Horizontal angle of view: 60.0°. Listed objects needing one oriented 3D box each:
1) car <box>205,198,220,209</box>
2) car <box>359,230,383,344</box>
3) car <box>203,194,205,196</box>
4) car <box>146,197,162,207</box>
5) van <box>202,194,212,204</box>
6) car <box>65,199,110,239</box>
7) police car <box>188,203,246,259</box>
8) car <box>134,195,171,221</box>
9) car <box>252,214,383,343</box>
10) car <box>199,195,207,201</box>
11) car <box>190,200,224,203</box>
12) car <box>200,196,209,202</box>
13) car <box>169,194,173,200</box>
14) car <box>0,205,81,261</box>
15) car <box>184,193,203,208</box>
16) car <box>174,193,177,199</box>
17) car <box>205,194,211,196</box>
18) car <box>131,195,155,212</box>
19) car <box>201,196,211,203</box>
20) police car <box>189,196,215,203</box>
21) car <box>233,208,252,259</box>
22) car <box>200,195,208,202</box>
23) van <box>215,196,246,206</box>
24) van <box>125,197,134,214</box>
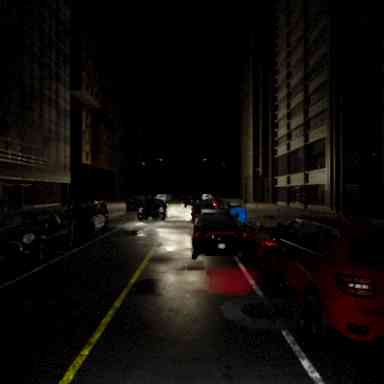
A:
[{"bbox_3d":[2.756,1.547,45.633,1.887,1.381,4.507,0,0,0],"label":"car"},{"bbox_3d":[2.763,1.315,0.760,2.192,1.841,5.009,0,0,0],"label":"car"},{"bbox_3d":[2.755,1.443,51.242,1.967,1.590,4.097,0,0,0],"label":"car"},{"bbox_3d":[-5.771,1.554,51.232,2.008,1.369,4.403,0,0,0],"label":"car"},{"bbox_3d":[2.753,1.347,62.461,1.690,1.788,3.998,0,0,0],"label":"van"},{"bbox_3d":[-5.765,1.315,17.575,2.192,1.841,5.009,0,0,0],"label":"car"},{"bbox_3d":[0.898,1.425,12.650,1.930,1.638,5.238,0,0,0],"label":"police car"},{"bbox_3d":[-3.102,1.352,27.092,2.097,1.767,4.553,0,0,0],"label":"car"},{"bbox_3d":[2.762,1.315,6.370,2.192,1.841,5.009,0,0,0],"label":"car"},{"bbox_3d":[2.748,1.538,85.068,1.752,1.417,4.829,0,0,0],"label":"car"},{"bbox_3d":[0.897,1.526,22.540,1.812,1.442,4.674,0,0,0],"label":"car"},{"bbox_3d":[2.751,1.575,73.679,1.947,1.339,4.313,0,0,0],"label":"car"},{"bbox_3d":[-5.774,1.449,73.670,1.967,1.590,4.097,0,0,0],"label":"car"},{"bbox_3d":[-5.764,1.440,11.965,1.967,1.590,4.097,0,0,0],"label":"car"},{"bbox_3d":[-0.003,1.225,46.907,2.150,2.045,5.566,0,0,0],"label":"car"},{"bbox_3d":[-5.778,1.543,90.328,1.752,1.417,4.829,0,0,0],"label":"car"},{"bbox_3d":[2.758,1.315,34.415,2.192,1.841,5.009,0,0,0],"label":"car"},{"bbox_3d":[-5.768,1.316,40.013,2.192,1.841,5.009,0,0,0],"label":"car"},{"bbox_3d":[2.752,1.552,68.070,1.887,1.381,4.507,0,0,0],"label":"car"},{"bbox_3d":[0.895,1.426,28.650,1.930,1.638,5.238,0,0,0],"label":"police car"},{"bbox_3d":[2.761,1.525,12.149,1.752,1.417,4.829,0,0,0],"label":"car"},{"bbox_3d":[2.750,1.536,79.458,1.752,1.417,4.829,0,0,0],"label":"car"},{"bbox_3d":[2.760,1.341,23.197,1.690,1.788,3.998,0,0,0],"label":"van"},{"bbox_3d":[-5.768,1.342,34.403,1.690,1.788,3.998,0,0,0],"label":"van"}]
